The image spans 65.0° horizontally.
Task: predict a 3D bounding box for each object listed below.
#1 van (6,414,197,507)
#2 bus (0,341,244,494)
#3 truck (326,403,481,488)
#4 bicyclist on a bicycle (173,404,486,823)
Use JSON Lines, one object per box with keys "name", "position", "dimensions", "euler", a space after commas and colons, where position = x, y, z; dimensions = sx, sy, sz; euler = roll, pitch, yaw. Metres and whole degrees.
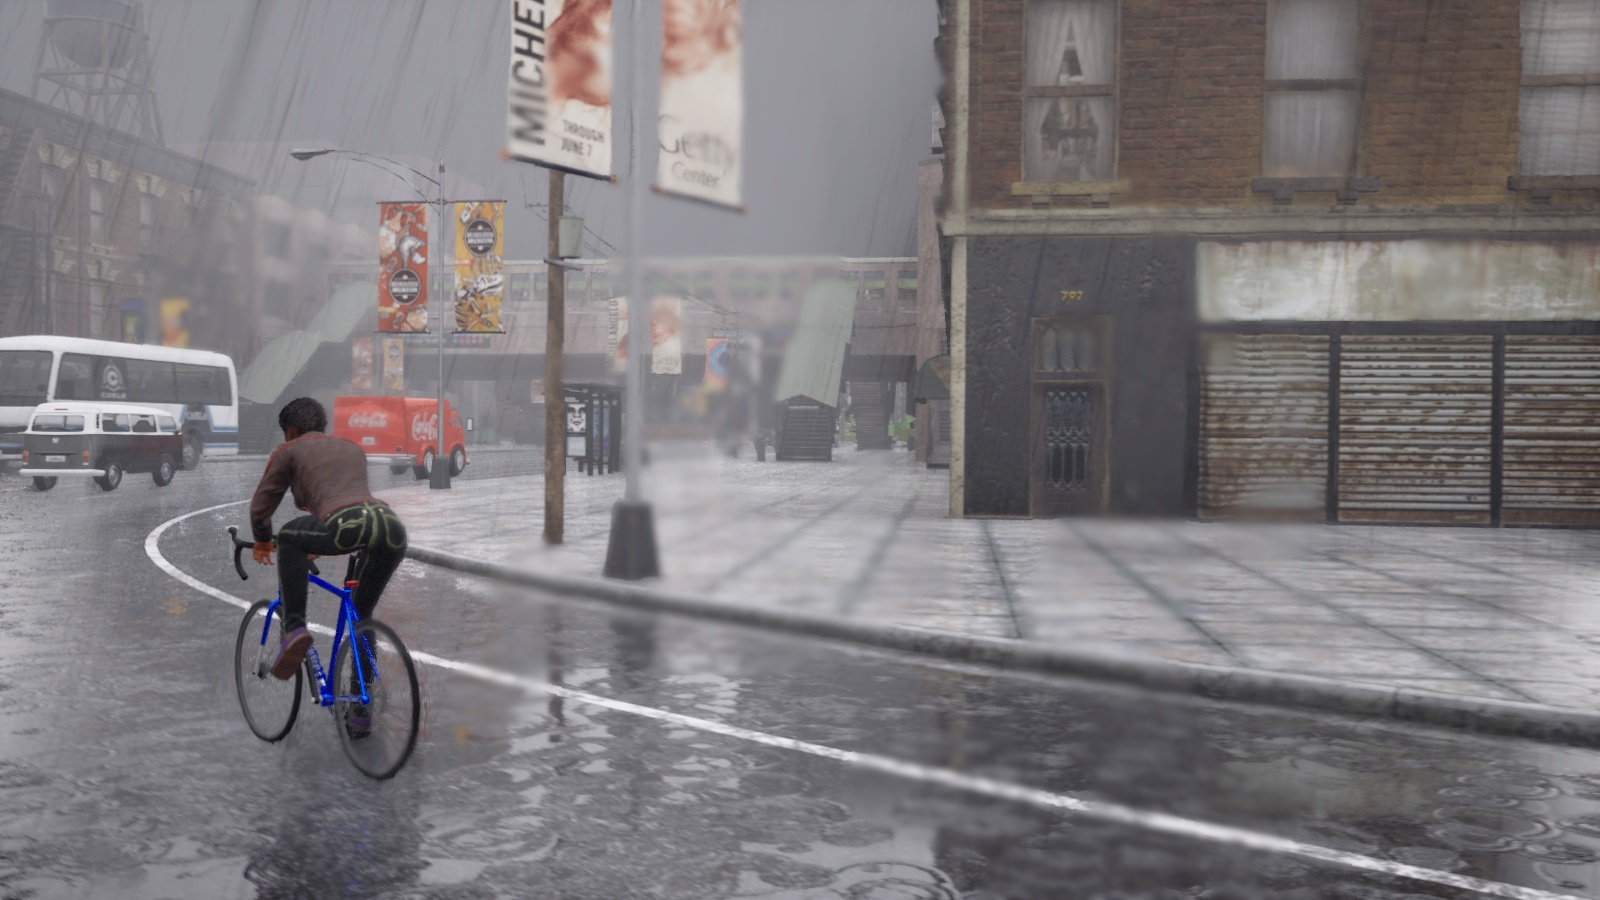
{"name": "van", "position": [-16.618, 0.209, 30.189], "dimensions": [2.069, 2.038, 4.480], "euler": [-1, 1, 0]}
{"name": "bus", "position": [-22.657, -0.971, 40.363], "dimensions": [3.944, 4.253, 10.273], "euler": [0, 1, 7]}
{"name": "truck", "position": [-12.221, -0.155, 39.177], "dimensions": [2.627, 2.467, 5.204], "euler": [0, 1, 7]}
{"name": "bicyclist on a bicycle", "position": [-2.142, 0.631, 5.612], "dimensions": [1.656, 1.620, 0.582], "euler": [0, 0, 41]}
